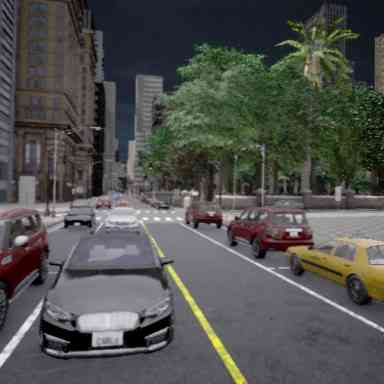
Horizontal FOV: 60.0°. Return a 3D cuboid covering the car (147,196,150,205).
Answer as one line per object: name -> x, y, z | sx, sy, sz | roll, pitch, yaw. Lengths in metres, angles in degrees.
car -> -6.657, 1.906, 61.089 | 1.967, 1.590, 4.097 | 2, -1, -12

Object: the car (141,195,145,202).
car -> -10.990, 2.117, 82.333 | 1.947, 1.339, 4.313 | 2, -1, -12

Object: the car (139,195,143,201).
car -> -12.065, 1.886, 87.646 | 2.192, 1.841, 5.009 | 2, -1, -12

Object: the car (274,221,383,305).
car -> 4.061, 1.715, 8.480 | 1.752, 1.417, 4.829 | 1, -1, -12

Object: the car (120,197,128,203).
car -> -17.051, 1.924, 83.222 | 1.812, 1.442, 4.674 | 1, 0, -12

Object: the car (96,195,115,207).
car -> -12.845, 1.520, 48.786 | 2.192, 1.841, 5.009 | 2, -1, -12

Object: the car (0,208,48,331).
car -> -4.254, 1.292, 6.629 | 2.192, 1.841, 5.009 | 1, -1, -12

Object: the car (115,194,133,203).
car -> -11.020, 1.642, 53.240 | 2.097, 1.767, 4.553 | 1, -1, -11

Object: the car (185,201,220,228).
car -> 0.813, 1.601, 24.445 | 2.192, 1.841, 5.009 | 2, -1, -12

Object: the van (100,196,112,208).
van -> -13.928, 1.571, 54.097 | 1.690, 1.788, 3.998 | 2, -1, -12

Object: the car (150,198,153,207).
car -> -5.579, 2.024, 55.776 | 1.802, 1.307, 4.206 | 2, -1, -12

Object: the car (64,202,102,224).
car -> -7.548, 1.640, 22.759 | 1.947, 1.339, 4.313 | 1, -1, -12

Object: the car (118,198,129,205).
car -> -14.017, 1.898, 68.331 | 2.033, 1.411, 5.357 | 1, -1, -12

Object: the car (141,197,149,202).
car -> -13.187, 2.115, 93.122 | 1.752, 1.417, 4.829 | 2, -1, -12

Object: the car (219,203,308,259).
car -> 3.005, 1.538, 13.692 | 2.192, 1.841, 5.009 | 1, -1, -12

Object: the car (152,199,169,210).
car -> -4.496, 1.983, 50.466 | 1.947, 1.339, 4.313 | 2, -1, -12

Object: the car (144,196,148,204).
car -> -8.825, 2.092, 71.710 | 1.802, 1.307, 4.206 | 2, -1, -12

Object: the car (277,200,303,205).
car -> 11.667, 1.813, 41.996 | 4.902, 1.511, 2.128 | 0, 0, -11

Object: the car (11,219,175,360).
car -> -1.499, 1.530, 6.433 | 2.128, 1.511, 4.902 | 1, -1, -11

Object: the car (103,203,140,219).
car -> -4.236, 1.652, 20.343 | 1.812, 1.442, 4.674 | 1, -1, -11

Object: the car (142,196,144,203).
car -> -9.907, 2.076, 77.021 | 1.887, 1.381, 4.507 | 2, -1, -12
